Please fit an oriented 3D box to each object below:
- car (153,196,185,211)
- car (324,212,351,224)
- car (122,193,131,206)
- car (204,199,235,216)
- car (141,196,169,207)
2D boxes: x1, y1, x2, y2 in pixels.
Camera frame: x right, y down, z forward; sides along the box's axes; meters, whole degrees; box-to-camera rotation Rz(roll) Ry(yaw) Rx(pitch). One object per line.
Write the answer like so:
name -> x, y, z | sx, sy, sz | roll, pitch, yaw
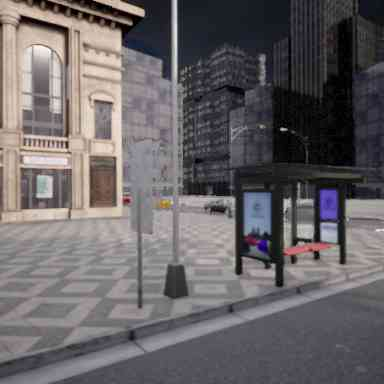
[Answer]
car -> -2.681, 1.395, 40.351 | 1.882, 1.535, 5.008 | -1, 0, -34
car -> 8.758, 1.502, 23.448 | 1.812, 1.442, 4.674 | -1, 0, -34
car -> -8.466, 1.107, 48.985 | 2.150, 2.045, 5.566 | -1, 0, -34
car -> 3.092, 1.439, 31.797 | 2.128, 1.511, 4.902 | -1, 0, -34
car -> -5.616, 1.355, 50.290 | 2.128, 1.511, 4.902 | -1, 0, -33
